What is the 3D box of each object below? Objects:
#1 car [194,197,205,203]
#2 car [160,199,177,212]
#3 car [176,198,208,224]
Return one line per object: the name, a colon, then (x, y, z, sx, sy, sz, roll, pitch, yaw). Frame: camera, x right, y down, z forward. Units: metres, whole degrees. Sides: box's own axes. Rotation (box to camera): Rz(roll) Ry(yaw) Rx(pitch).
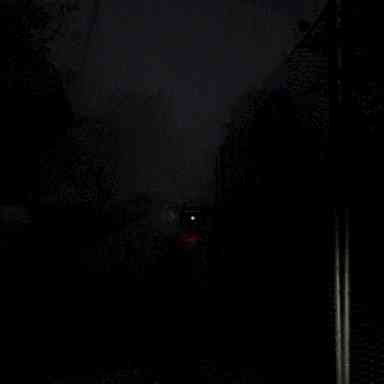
car: (1.878, 1.904, 80.063, 1.882, 1.535, 5.008, 0, -2, 11)
car: (-2.659, 1.545, 39.221, 2.128, 1.511, 4.902, 0, 0, 2)
car: (0.055, 1.454, 24.128, 1.837, 1.490, 4.892, 0, 0, 0)
